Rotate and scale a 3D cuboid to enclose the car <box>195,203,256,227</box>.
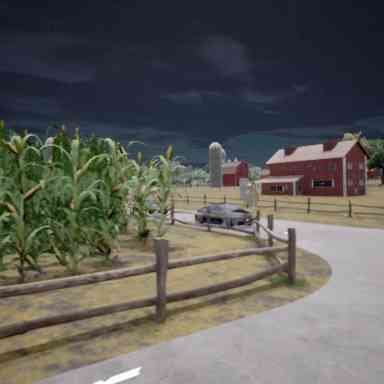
[{"bbox_3d":[2.013,1.406,20.834,1.994,1.385,4.181,-2,2,-38],"label":"car"}]

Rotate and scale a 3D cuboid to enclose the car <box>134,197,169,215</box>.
[{"bbox_3d":[-3.808,1.215,28.991,1.837,1.490,4.892,-2,2,-36],"label":"car"}]
